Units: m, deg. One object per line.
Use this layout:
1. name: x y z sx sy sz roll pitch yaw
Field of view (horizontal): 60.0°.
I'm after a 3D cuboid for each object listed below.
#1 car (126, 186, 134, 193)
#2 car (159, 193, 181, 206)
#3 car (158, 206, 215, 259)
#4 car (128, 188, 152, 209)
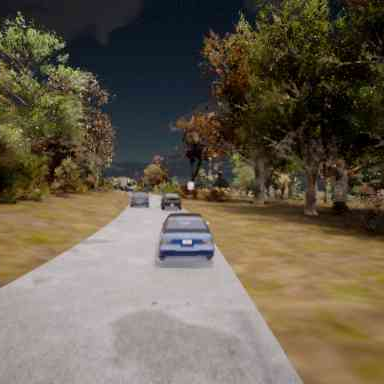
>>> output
1. car: -13.412 -0.526 72.372 2.033 1.411 5.357 2 1 -16
2. car: -2.105 0.838 32.659 1.837 1.490 4.892 2 2 -7
3. car: -0.266 1.480 12.344 2.033 1.411 5.357 0 1 -3
4. car: -5.091 0.735 32.809 1.837 1.490 4.892 2 2 -8
